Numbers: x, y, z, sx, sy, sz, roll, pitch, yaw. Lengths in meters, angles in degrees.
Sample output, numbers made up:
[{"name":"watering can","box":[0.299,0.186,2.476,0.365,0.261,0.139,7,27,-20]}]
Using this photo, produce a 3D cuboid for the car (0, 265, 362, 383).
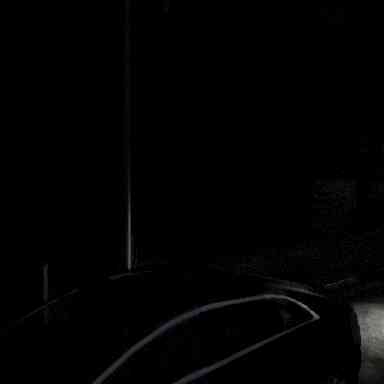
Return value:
[{"name":"car","box":[-0.442,1.503,2.763,4.902,1.511,2.128,0,0,-38]}]
